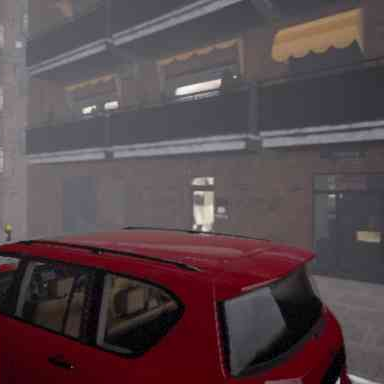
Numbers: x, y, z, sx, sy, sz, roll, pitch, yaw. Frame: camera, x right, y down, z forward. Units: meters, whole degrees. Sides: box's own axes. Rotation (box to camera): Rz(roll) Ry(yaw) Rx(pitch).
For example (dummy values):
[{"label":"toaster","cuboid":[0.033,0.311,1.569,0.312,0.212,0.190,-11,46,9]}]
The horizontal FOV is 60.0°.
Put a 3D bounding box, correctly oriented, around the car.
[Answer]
[{"label":"car","cuboid":[-1.063,1.316,3.451,5.009,1.841,2.192,0,1,36]}]
